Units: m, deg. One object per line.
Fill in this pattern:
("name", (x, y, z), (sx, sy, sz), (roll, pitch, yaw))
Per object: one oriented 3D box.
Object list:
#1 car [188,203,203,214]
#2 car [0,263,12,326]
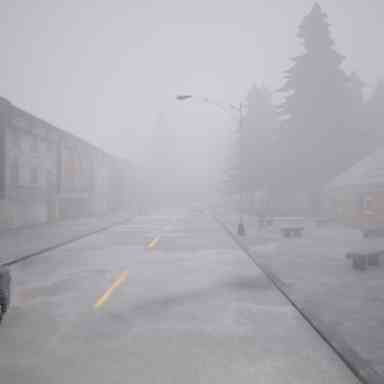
("car", (0.469, 2.125, 43.892), (1.812, 1.442, 4.674), (0, -1, 1))
("car", (-4.072, 1.557, 3.869), (1.837, 1.490, 4.892), (0, -1, 0))
